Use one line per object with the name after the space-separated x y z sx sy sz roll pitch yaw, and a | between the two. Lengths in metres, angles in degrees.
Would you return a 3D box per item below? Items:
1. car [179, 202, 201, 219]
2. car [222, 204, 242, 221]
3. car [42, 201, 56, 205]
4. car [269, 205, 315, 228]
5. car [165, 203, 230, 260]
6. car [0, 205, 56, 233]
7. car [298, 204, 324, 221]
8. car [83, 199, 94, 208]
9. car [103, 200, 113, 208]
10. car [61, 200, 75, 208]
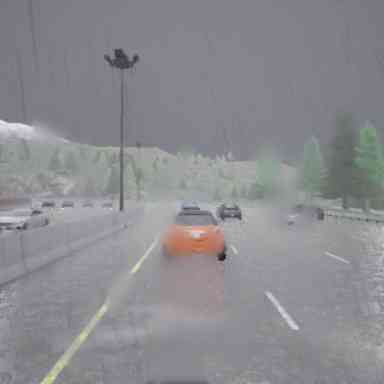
-0.281 1.847 34.222 1.882 1.535 5.008 0 0 -4 | car
3.387 1.827 31.060 2.128 1.511 4.902 0 -1 -2 | car
-26.441 2.240 61.529 1.895 1.301 4.718 0 -1 -16 | car
7.078 1.865 24.499 1.895 1.301 4.718 0 -1 -1 | car
0.107 1.495 13.202 2.097 1.767 4.553 0 -1 0 | car
-10.629 1.755 21.100 1.812 1.442 4.674 0 -1 0 | car
10.415 1.835 30.511 1.837 1.490 4.892 0 0 -2 | car
-19.274 2.156 61.886 1.837 1.490 4.892 0 0 -15 | car
-15.759 2.190 62.286 1.812 1.442 4.674 0 -1 -15 | car
-22.602 2.209 60.796 1.994 1.385 4.181 0 -1 -15 | car
